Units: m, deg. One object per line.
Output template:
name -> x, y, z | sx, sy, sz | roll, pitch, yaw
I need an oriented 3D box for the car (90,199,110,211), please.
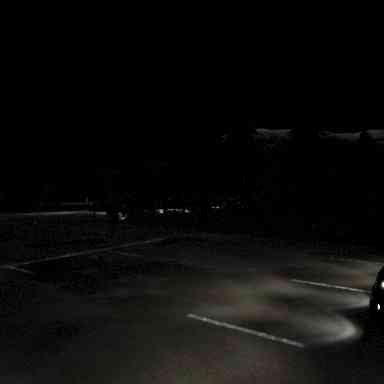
car -> -9.278, 1.494, 38.340 | 1.895, 1.301, 4.718 | 0, 0, 43

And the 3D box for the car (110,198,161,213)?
car -> -6.119, 1.414, 36.535 | 1.837, 1.490, 4.892 | 0, 0, 43

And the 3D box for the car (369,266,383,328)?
car -> 5.064, 1.352, 4.633 | 4.553, 1.767, 2.097 | 0, 0, 36

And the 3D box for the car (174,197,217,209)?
car -> 0.524, 1.418, 43.025 | 4.892, 1.490, 1.837 | -1, 1, -41

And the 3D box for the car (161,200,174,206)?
car -> -2.825, 1.425, 44.716 | 4.674, 1.442, 1.812 | 0, 0, -42

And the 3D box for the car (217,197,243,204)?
car -> 5.458, 1.459, 51.471 | 5.357, 1.411, 2.033 | 0, 0, -37
